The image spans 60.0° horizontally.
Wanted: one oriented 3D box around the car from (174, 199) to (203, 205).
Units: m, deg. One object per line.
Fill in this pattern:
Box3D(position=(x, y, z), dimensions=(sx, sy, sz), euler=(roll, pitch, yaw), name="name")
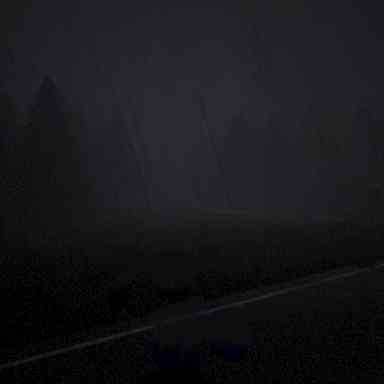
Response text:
Box3D(position=(-0.519, 1.607, 42.002), dimensions=(2.128, 1.511, 4.902), euler=(0, 0, -35), name="car")
